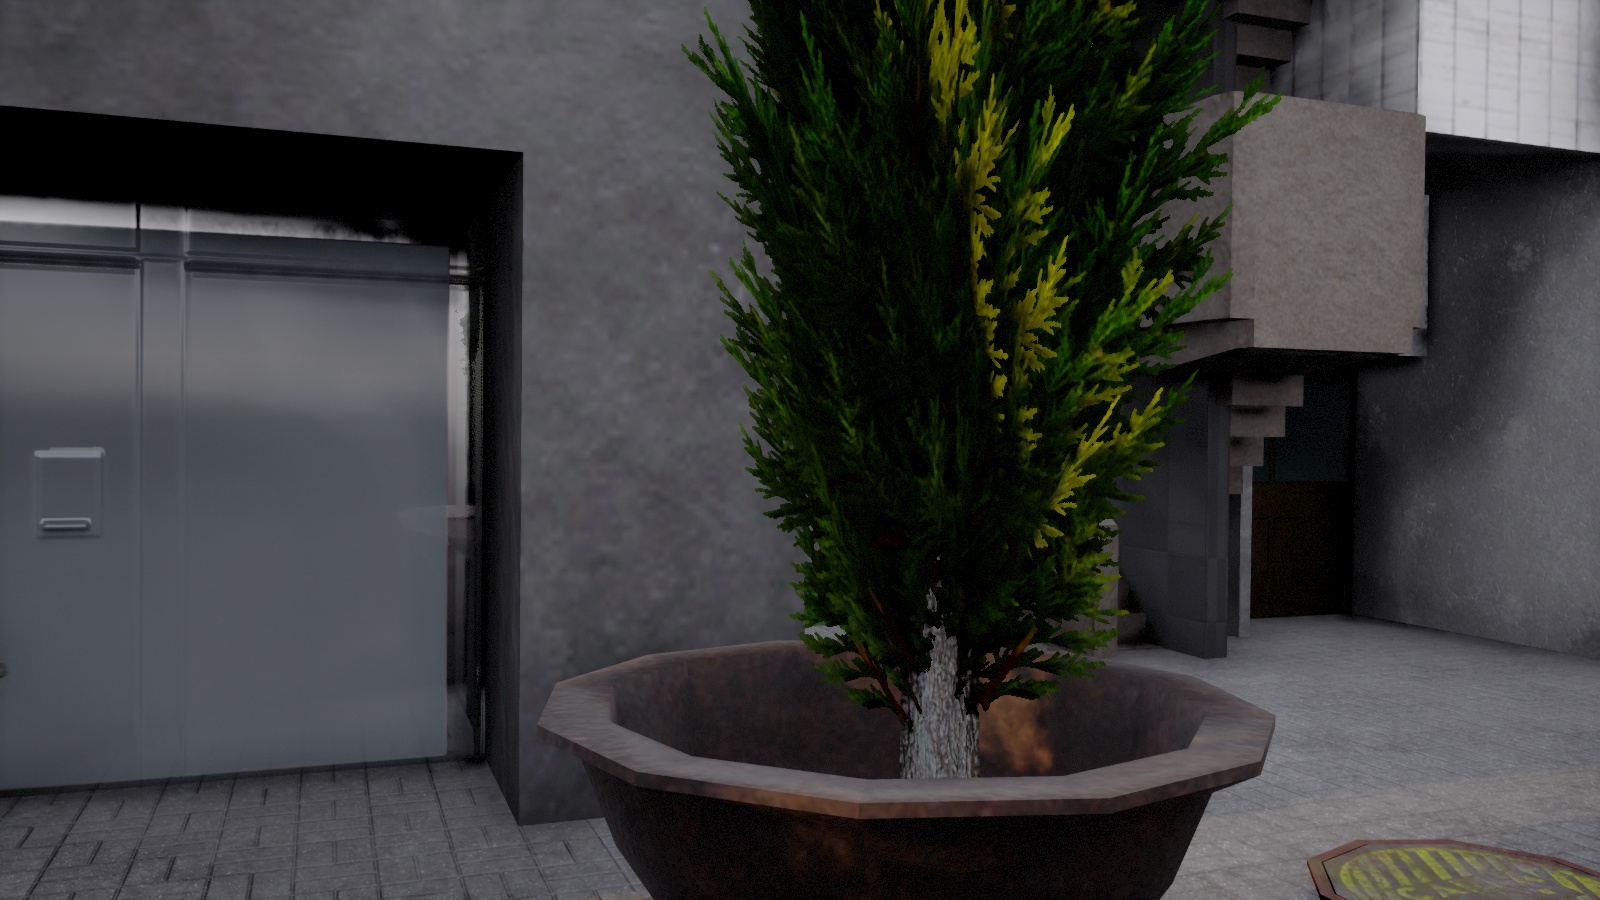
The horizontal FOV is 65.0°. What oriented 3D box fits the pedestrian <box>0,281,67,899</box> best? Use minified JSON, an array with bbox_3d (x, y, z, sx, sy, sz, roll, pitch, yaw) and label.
[{"bbox_3d":[-2.860,0.475,3.920,0.873,1.952,0.659,-1,1,-23],"label":"pedestrian"}]
